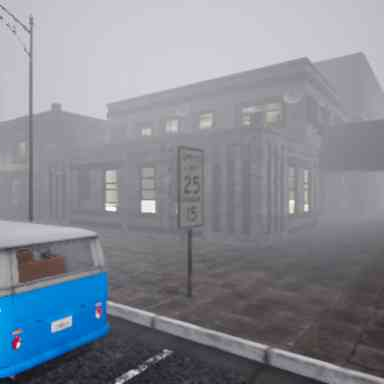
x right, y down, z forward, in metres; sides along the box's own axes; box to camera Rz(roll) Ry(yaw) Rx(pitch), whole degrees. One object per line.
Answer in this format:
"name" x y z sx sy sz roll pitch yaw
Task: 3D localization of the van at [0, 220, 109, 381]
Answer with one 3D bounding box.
"van" -3.064 1.349 5.064 3.998 1.788 1.690 0 0 36
